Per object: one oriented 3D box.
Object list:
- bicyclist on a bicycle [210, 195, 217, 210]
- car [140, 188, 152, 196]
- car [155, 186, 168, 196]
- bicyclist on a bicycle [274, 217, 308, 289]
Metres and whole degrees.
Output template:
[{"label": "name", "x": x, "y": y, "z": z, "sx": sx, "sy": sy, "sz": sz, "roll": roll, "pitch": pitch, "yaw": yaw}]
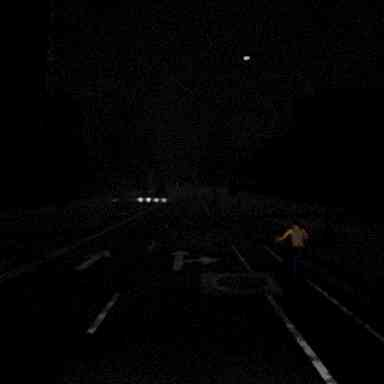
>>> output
[{"label": "bicyclist on a bicycle", "x": 2.331, "y": 1.175, "z": 36.447, "sx": 0.866, "sy": 1.612, "sz": 1.509, "roll": 0, "pitch": 1, "yaw": 0}, {"label": "car", "x": -9.596, "y": -0.049, "z": 69.818, "sx": 2.097, "sy": 1.767, "sz": 4.553, "roll": 0, "pitch": 1, "yaw": 0}, {"label": "car", "x": -6.346, "y": -0.178, "z": 69.747, "sx": 2.150, "sy": 2.045, "sz": 5.566, "roll": 0, "pitch": 1, "yaw": 0}, {"label": "bicyclist on a bicycle", "x": 2.470, "y": 1.404, "z": 8.077, "sx": 0.866, "sy": 1.612, "sz": 1.509, "roll": 0, "pitch": 0, "yaw": 0}]
